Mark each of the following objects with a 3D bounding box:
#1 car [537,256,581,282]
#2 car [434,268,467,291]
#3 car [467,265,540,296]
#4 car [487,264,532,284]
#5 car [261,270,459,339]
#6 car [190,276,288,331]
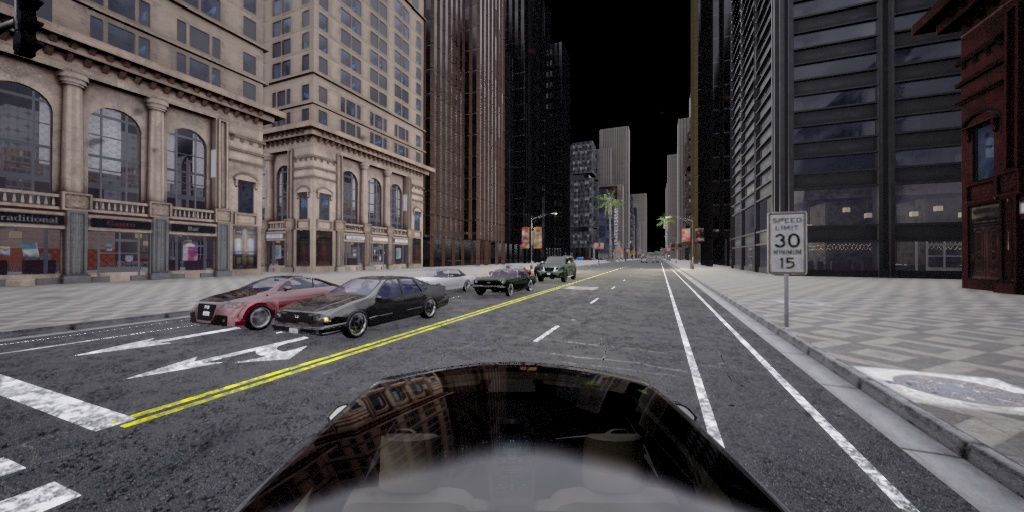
[{"bbox_3d":[3.785,0.987,29.336,2.150,2.045,5.566,0,0,22],"label":"car"},{"bbox_3d":[-3.871,1.357,19.278,1.895,1.301,4.718,0,0,22],"label":"car"},{"bbox_3d":[-0.287,1.358,19.444,1.895,1.301,4.718,0,0,23],"label":"car"},{"bbox_3d":[-0.081,1.364,28.490,1.895,1.301,4.718,0,0,23],"label":"car"},{"bbox_3d":[-3.934,1.299,10.576,2.033,1.411,5.357,0,0,22],"label":"car"},{"bbox_3d":[-7.198,1.316,11.173,1.994,1.385,4.181,0,0,23],"label":"car"}]
